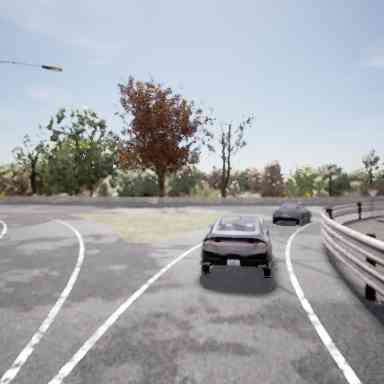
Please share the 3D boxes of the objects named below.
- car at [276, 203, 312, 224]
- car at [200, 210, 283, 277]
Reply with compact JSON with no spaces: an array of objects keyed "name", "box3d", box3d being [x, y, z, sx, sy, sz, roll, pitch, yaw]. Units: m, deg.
[{"name":"car","box3d":[7.320,1.503,24.203,1.994,1.385,4.181,0,0,31]},{"name":"car","box3d":[1.468,1.459,10.248,2.128,1.511,4.902,0,0,12]}]
